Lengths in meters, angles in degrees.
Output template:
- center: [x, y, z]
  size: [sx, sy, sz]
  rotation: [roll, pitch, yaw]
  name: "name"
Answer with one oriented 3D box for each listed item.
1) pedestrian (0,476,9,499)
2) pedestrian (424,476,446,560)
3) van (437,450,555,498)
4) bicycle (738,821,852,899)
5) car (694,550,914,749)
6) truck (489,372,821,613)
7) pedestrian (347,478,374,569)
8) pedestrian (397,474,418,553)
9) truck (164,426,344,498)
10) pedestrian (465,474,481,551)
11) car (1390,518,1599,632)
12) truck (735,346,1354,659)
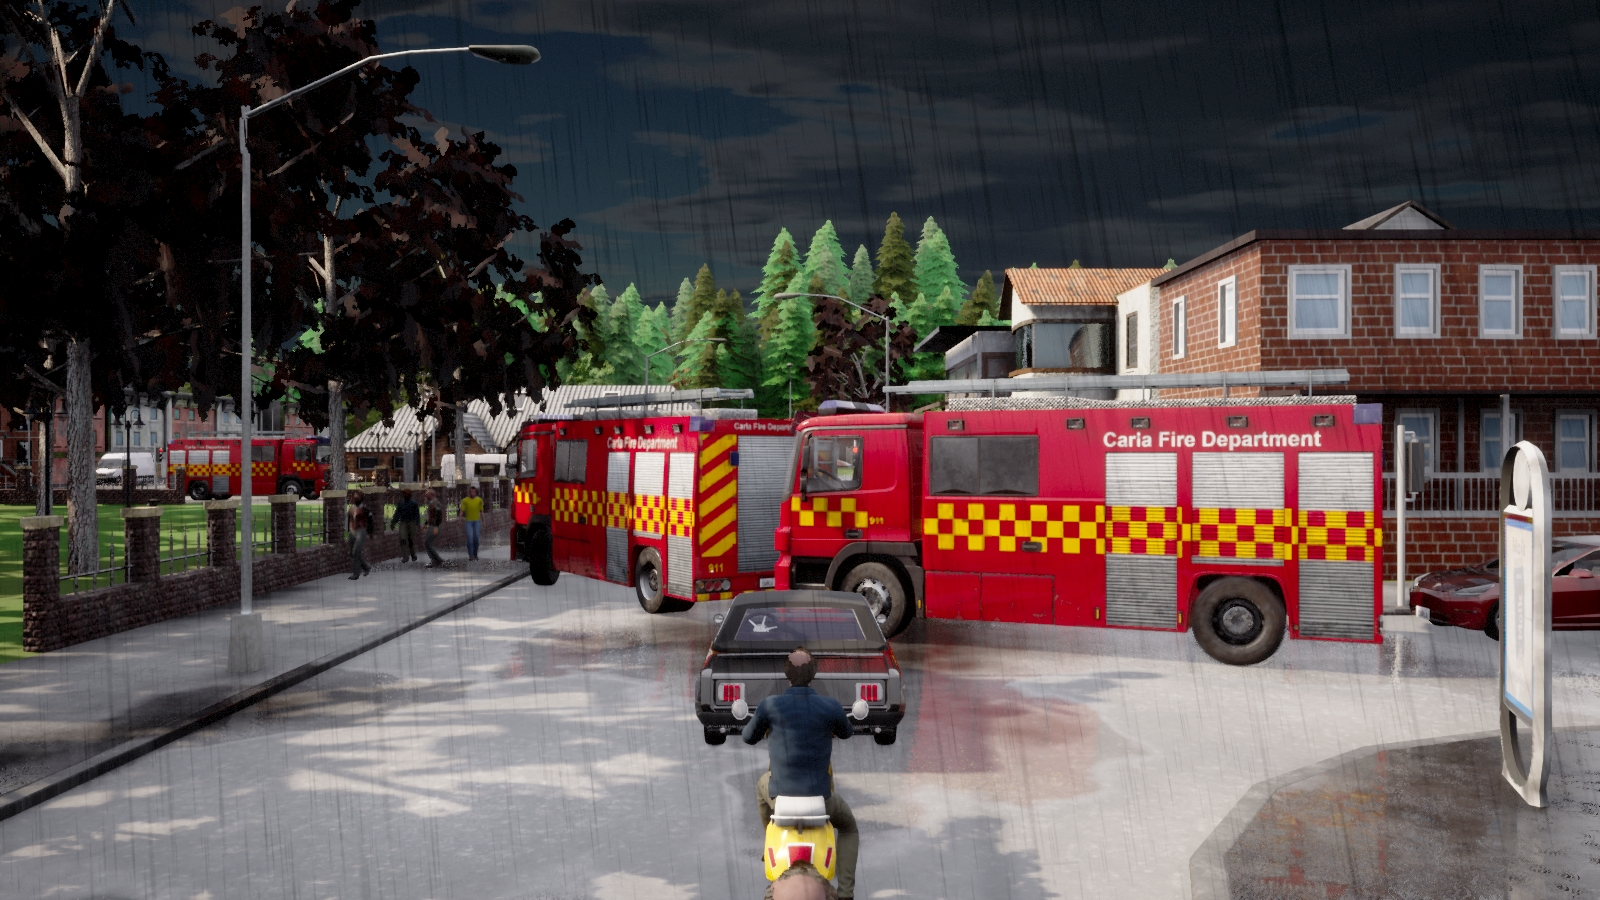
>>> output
- center: [-40.266, 1.883, 57.535]
  size: [0.500, 1.100, 0.500]
  rotation: [0, 0, 0]
  name: "pedestrian"
- center: [-8.210, 1.514, 25.708]
  size: [0.375, 1.860, 0.375]
  rotation: [0, 0, -33]
  name: "pedestrian"
- center: [-16.613, 1.289, 62.612]
  size: [5.915, 2.561, 1.988]
  rotation: [0, 0, 0]
  name: "van"
- center: [-0.015, 1.938, 3.086]
  size: [0.329, 1.271, 1.835]
  rotation: [0, 0, 0]
  name: "bicycle"
- center: [0.033, 1.930, 12.217]
  size: [1.895, 1.301, 4.718]
  rotation: [0, 0, 0]
  name: "car"
- center: [-3.232, 0.662, 22.435]
  size: [2.891, 3.827, 8.468]
  rotation: [0, 0, -34]
  name: "truck"
- center: [-9.093, 1.515, 23.623]
  size: [0.375, 1.860, 0.375]
  rotation: [0, 0, 15]
  name: "pedestrian"
- center: [-9.336, 1.513, 27.213]
  size: [0.375, 1.860, 0.375]
  rotation: [0, 0, -1]
  name: "pedestrian"
- center: [-29.853, 0.645, 62.699]
  size: [8.468, 3.827, 2.891]
  rotation: [0, 0, 1]
  name: "truck"
- center: [-7.952, 1.514, 27.782]
  size: [0.375, 1.860, 0.375]
  rotation: [0, 0, -19]
  name: "pedestrian"
- center: [11.877, 1.835, 17.293]
  size: [4.792, 1.488, 2.163]
  rotation: [0, 0, 0]
  name: "car"
- center: [3.476, 0.662, 17.011]
  size: [8.468, 3.827, 2.891]
  rotation: [0, 0, 24]
  name: "truck"
